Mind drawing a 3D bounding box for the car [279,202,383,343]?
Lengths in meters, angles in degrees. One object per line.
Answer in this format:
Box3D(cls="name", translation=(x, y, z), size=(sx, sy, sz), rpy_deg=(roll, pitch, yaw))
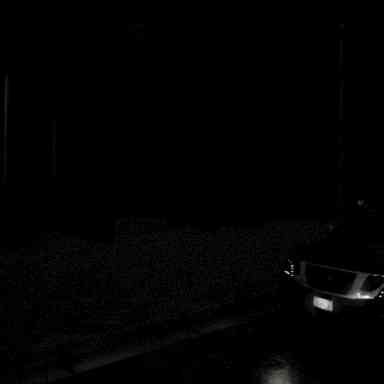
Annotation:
Box3D(cls="car", translation=(4.097, 1.224, 6.300), size=(5.566, 2.045, 2.150), rpy_deg=(0, 0, -35))
